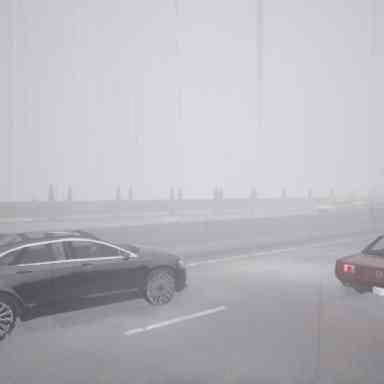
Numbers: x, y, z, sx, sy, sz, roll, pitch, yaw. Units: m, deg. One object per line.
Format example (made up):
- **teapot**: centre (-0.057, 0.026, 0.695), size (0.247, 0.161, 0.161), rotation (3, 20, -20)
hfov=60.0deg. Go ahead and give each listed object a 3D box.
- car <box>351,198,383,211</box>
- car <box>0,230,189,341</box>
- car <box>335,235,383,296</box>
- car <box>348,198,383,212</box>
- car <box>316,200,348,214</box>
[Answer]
- **car**: centre (21.891, 1.493, 41.065), size (5.008, 1.535, 1.882), rotation (0, 0, -35)
- **car**: centre (-2.328, 1.491, 6.385), size (4.902, 1.511, 2.128), rotation (0, 0, -35)
- **car**: centre (5.397, 1.601, 7.593), size (4.718, 1.301, 1.895), rotation (0, 0, -35)
- **car**: centre (15.574, 1.480, 27.984), size (5.008, 1.535, 1.882), rotation (0, 0, -35)
- **car**: centre (13.530, 1.480, 30.825), size (5.008, 1.535, 1.882), rotation (0, 0, -35)
